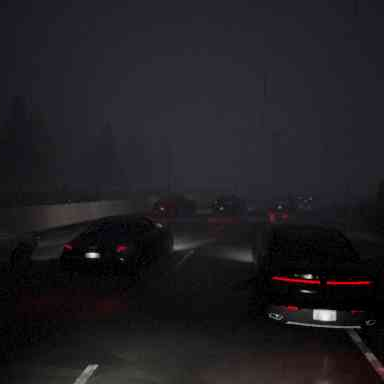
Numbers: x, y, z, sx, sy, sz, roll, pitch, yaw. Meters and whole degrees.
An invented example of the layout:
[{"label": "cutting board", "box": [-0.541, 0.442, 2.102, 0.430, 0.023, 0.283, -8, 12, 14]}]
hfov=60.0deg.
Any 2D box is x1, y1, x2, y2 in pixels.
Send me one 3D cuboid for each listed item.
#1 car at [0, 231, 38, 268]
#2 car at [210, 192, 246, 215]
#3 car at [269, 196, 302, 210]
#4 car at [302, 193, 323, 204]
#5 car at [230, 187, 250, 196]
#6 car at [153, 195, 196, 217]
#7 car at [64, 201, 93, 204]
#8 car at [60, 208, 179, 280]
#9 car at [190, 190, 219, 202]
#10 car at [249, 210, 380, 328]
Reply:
[{"label": "car", "box": [-5.781, 1.436, 7.770, 1.895, 1.301, 4.718, 0, 1, 9]}, {"label": "car", "box": [3.035, 0.953, 26.493, 2.128, 1.511, 4.902, 0, 1, 21]}, {"label": "car", "box": [8.521, 0.985, 30.478, 1.895, 1.301, 4.718, 1, 1, 26]}, {"label": "car", "box": [14.975, 0.759, 41.829, 1.895, 1.301, 4.718, 1, 1, 35]}, {"label": "car", "box": [10.079, -0.077, 69.825, 2.097, 1.767, 4.553, 1, 2, 39]}, {"label": "car", "box": [-1.189, 0.962, 25.196, 1.882, 1.535, 5.008, 0, 1, 20]}, {"label": "car", "box": [-12.208, 0.860, 35.924, 1.895, 1.301, 4.718, 1, 1, 24]}, {"label": "car", "box": [-1.891, 1.367, 9.495, 1.994, 1.385, 4.181, 0, 1, 10]}, {"label": "car", "box": [1.843, 0.512, 47.506, 1.882, 1.535, 5.008, 1, 1, 33]}, {"label": "car", "box": [2.188, 1.365, 6.868, 1.837, 1.490, 4.892, 0, 1, 9]}]
